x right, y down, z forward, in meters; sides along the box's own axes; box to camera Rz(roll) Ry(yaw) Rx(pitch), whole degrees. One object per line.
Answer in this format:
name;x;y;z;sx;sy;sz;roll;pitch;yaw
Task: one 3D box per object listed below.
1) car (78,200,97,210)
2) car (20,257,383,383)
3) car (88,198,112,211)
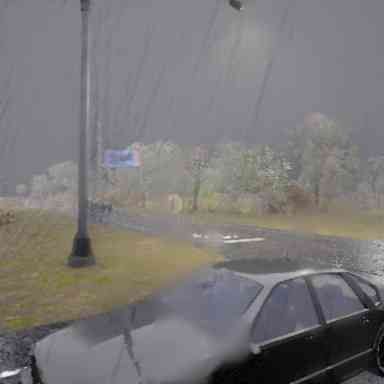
car;-18.406;2.238;58.317;2.128;1.511;4.902;1;-1;-31
car;0.882;1.617;4.224;5.357;1.411;2.033;1;-1;-33
car;-13.951;1.888;50.976;2.150;2.045;5.566;1;-1;-30
